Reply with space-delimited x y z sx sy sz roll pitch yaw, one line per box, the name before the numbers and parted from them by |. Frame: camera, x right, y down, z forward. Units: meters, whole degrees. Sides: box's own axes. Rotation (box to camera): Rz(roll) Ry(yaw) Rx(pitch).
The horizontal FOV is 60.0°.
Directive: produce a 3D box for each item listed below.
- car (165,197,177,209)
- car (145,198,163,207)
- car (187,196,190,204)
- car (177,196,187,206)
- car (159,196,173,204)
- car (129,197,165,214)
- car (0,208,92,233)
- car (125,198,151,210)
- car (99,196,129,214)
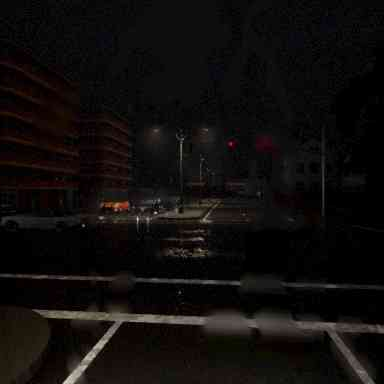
car | -3.608 1.601 44.104 1.895 1.301 4.718 0 0 6
car | -6.092 1.601 53.916 1.895 1.301 4.718 0 0 6
car | -1.594 1.505 63.051 1.837 1.490 4.892 0 0 7
car | -2.652 1.491 53.149 2.128 1.511 4.902 0 0 6
car | -5.025 1.564 63.890 1.994 1.385 4.181 0 0 6
car | -4.570 1.491 34.895 2.128 1.511 4.902 0 0 6
car | -8.333 1.601 19.090 4.718 1.301 1.895 0 0 6
car | -7.094 1.545 44.386 2.033 1.411 5.357 0 0 6
car | -8.084 1.352 34.968 2.097 1.767 4.553 0 0 6
